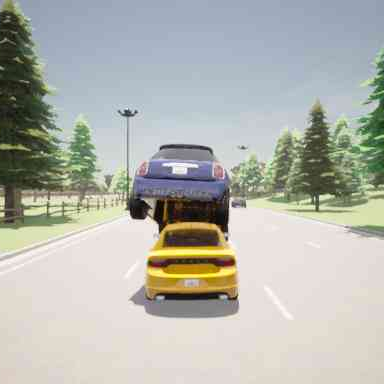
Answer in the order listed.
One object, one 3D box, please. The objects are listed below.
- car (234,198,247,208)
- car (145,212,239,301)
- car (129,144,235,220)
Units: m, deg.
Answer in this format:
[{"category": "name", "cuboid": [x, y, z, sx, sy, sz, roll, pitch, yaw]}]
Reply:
[{"category": "car", "cuboid": [6.987, 1.568, 49.887, 2.128, 1.511, 4.902, 0, 0, 0]}, {"category": "car", "cuboid": [-0.007, 1.504, 8.442, 1.882, 1.535, 5.008, -1, -1, 0]}, {"category": "car", "cuboid": [-0.031, 0.123, 8.815, 2.097, 1.767, 4.553, 3, -14, 7]}]
